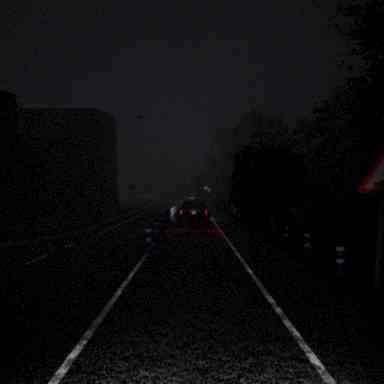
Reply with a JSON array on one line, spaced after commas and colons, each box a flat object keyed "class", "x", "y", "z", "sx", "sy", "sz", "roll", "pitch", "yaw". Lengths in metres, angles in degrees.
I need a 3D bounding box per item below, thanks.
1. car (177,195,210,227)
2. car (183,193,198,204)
[{"class": "car", "x": 0.104, "y": 1.295, "z": 22.559, "sx": 2.097, "sy": 1.767, "sz": 4.553, "roll": 0, "pitch": 0, "yaw": 0}, {"class": "car", "x": -0.279, "y": 1.097, "z": 57.643, "sx": 2.097, "sy": 1.767, "sz": 4.553, "roll": -1, "pitch": 2, "yaw": -7}]
